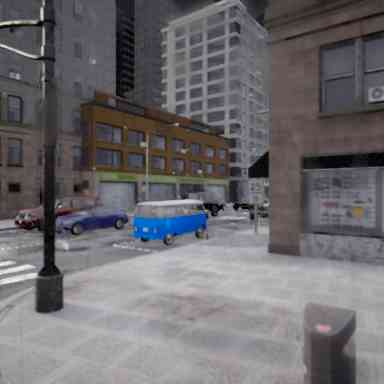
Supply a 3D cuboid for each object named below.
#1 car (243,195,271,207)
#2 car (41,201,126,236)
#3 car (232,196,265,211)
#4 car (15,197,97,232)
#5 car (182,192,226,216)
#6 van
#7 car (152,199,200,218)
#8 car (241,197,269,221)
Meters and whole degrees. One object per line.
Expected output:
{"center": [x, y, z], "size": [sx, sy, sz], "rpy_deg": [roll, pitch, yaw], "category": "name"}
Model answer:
{"center": [8.411, 1.163, 42.839], "size": [1.947, 1.339, 4.313], "rpy_deg": [1, 1, 35], "category": "car"}
{"center": [-5.559, 1.468, 18.491], "size": [1.812, 1.442, 4.674], "rpy_deg": [0, 1, 35], "category": "car"}
{"center": [6.078, 1.294, 34.932], "size": [1.895, 1.301, 4.718], "rpy_deg": [0, 1, 36], "category": "car"}
{"center": [-7.783, 1.260, 19.939], "size": [2.192, 1.841, 5.009], "rpy_deg": [1, 1, 35], "category": "car"}
{"center": [0.211, 1.040, 26.648], "size": [2.150, 2.045, 5.566], "rpy_deg": [0, 1, 35], "category": "car"}
{"center": [-0.823, 1.279, 15.016], "size": [1.690, 1.788, 3.998], "rpy_deg": [1, 1, 35], "category": "van"}
{"center": [-1.306, 1.352, 29.101], "size": [1.887, 1.381, 4.507], "rpy_deg": [1, 1, 35], "category": "car"}
{"center": [5.654, 1.351, 24.177], "size": [2.008, 1.369, 4.403], "rpy_deg": [1, 1, 35], "category": "car"}
